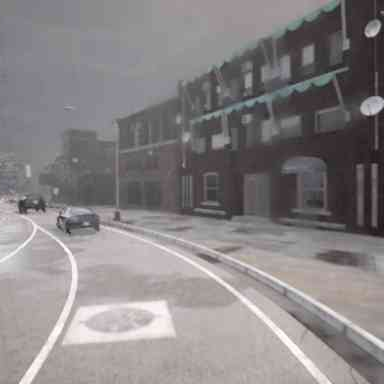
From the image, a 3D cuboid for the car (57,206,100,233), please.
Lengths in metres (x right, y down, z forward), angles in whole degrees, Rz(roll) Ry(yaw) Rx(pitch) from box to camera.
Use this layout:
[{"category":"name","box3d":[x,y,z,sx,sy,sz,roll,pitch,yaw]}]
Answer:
[{"category":"car","box3d":[-6.847,1.551,19.926,1.812,1.442,4.674,-1,1,-30]}]

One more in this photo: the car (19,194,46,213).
[{"category":"car","box3d":[-18.212,1.278,37.836,2.150,2.045,5.566,-2,1,-35]}]
